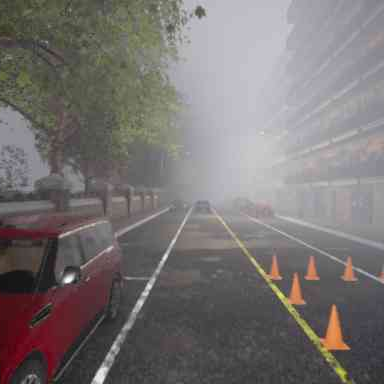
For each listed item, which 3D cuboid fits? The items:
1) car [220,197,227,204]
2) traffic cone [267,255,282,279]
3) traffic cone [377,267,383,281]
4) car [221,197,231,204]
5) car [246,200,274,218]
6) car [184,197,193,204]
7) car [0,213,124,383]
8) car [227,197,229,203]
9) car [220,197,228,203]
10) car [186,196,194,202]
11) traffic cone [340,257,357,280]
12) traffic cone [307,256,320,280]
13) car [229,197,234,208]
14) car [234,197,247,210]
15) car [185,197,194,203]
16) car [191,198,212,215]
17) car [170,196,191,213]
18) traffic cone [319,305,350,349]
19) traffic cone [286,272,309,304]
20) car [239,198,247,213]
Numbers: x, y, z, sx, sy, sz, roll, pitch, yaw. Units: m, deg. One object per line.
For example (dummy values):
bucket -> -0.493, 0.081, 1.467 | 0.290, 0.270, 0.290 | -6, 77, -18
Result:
car -> 7.691, 1.805, 71.710 | 1.967, 1.590, 4.097 | 1, 0, 1
traffic cone -> 2.236, 2.016, 9.018 | 0.340, 0.580, 0.340 | 1, 0, 1
traffic cone -> 5.235, 2.064, 8.948 | 0.340, 0.580, 0.340 | 1, 0, 1
car -> 7.823, 1.957, 77.338 | 1.947, 1.339, 4.313 | 1, 0, 1
car -> 6.759, 1.749, 32.309 | 1.887, 1.381, 4.507 | 1, 0, 1
car -> -0.690, 1.756, 71.738 | 1.752, 1.417, 4.829 | 1, 0, 1
car -> -2.280, 1.290, 4.366 | 2.192, 1.841, 5.009 | 1, 0, 1
car -> 7.292, 1.734, 54.824 | 1.967, 1.590, 4.097 | 1, 0, 1
car -> 7.960, 1.944, 83.138 | 1.752, 1.417, 4.829 | 1, 0, 1
car -> -0.425, 1.809, 82.996 | 1.752, 1.417, 4.829 | 1, 0, 1
traffic cone -> 4.235, 2.048, 8.971 | 0.340, 0.580, 0.340 | 1, 0, 1
traffic cone -> 3.236, 2.032, 8.995 | 0.340, 0.580, 0.340 | 1, 0, 1
car -> 7.161, 1.586, 49.195 | 2.192, 1.841, 5.009 | 1, 0, 1
car -> 7.026, 1.689, 43.566 | 1.967, 1.590, 4.097 | 1, 0, 1
car -> -0.553, 1.808, 77.536 | 2.008, 1.369, 4.403 | 1, 0, 1
car -> 1.166, 1.607, 36.405 | 1.882, 1.535, 5.008 | 1, 0, 1
car -> -1.484, 1.533, 38.137 | 1.967, 1.590, 4.097 | 1, 0, 1
traffic cone -> 2.142, 2.003, 5.020 | 0.340, 0.580, 0.340 | 1, 0, 1
traffic cone -> 2.189, 2.010, 7.019 | 0.340, 0.580, 0.340 | 1, 0, 1
car -> 6.891, 1.771, 37.938 | 1.887, 1.381, 4.507 | 1, 0, 1
